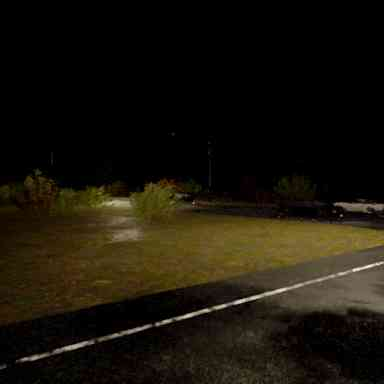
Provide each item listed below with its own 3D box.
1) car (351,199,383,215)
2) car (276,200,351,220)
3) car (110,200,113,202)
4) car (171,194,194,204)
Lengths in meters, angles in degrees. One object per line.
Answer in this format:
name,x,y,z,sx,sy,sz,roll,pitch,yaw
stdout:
car,15.183,1.298,30.077,1.895,1.301,4.718,-1,1,-37
car,9.262,1.311,26.298,2.033,1.411,5.357,-1,1,-37
car,-15.854,1.056,59.494,1.882,1.535,5.008,-1,1,-36
car,-1.739,1.063,52.370,2.128,1.511,4.902,-1,1,-37
